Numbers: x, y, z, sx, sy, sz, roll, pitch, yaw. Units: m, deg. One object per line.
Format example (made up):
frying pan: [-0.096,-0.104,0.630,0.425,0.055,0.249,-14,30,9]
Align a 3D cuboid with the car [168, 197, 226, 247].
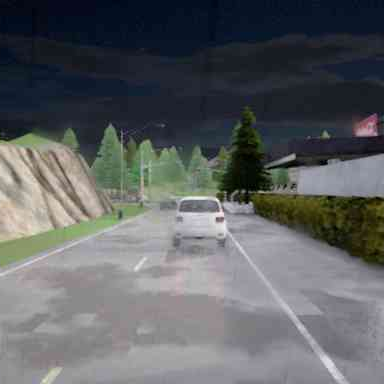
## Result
car: [0.327,1.224,15.286,2.150,2.045,5.566,0,0,1]

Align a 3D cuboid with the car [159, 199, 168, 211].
car: [-2.887,1.537,41.029,2.033,1.411,5.357,0,0,1]

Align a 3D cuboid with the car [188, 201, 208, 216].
car: [0.628,1.605,33.872,1.895,1.301,4.718,0,0,1]

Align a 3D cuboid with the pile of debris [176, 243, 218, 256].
pile of debris: [0.181,2.177,12.714,1.500,0.140,1.860,0,0,1]
